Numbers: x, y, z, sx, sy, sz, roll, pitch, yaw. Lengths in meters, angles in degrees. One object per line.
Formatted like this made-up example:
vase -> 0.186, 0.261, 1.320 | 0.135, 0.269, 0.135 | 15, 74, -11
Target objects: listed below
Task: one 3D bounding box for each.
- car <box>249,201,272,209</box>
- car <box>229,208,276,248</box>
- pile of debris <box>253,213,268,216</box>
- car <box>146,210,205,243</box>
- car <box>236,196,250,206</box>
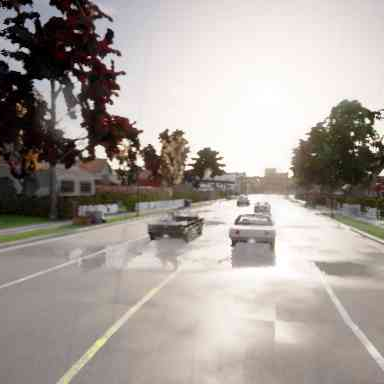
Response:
car -> 7.544, 1.695, 35.783 | 2.033, 1.411, 5.357 | 1, 0, 13
car -> 2.873, 1.660, 15.370 | 1.895, 1.301, 4.718 | 1, 0, 13
pile of debris -> 7.249, 2.320, 34.906 | 1.500, 0.140, 1.860 | 1, 0, 13
car -> -0.656, 1.621, 16.599 | 1.895, 1.301, 4.718 | 1, 0, 13
car -> 8.891, 1.545, 57.779 | 2.097, 1.767, 4.553 | 1, 0, 13
